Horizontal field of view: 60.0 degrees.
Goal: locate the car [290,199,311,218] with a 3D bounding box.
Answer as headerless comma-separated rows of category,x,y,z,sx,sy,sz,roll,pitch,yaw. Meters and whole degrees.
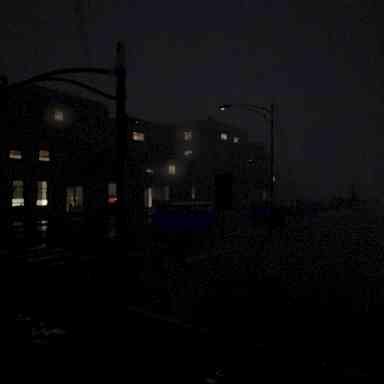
car,9.313,1.653,31.256,1.887,1.381,4.507,0,0,35

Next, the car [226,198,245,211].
car,5.624,1.502,40.601,1.967,1.590,4.097,0,0,35

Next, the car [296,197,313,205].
car,21.450,1.701,63.222,1.887,1.381,4.507,0,0,35

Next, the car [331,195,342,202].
car,37.276,1.708,85.844,1.967,1.590,4.097,0,0,35

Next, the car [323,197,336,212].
car,15.742,1.668,40.445,1.752,1.417,4.829,0,0,35

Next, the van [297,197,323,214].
van,12.480,1.466,35.781,1.690,1.788,3.998,0,0,35

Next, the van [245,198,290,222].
van,6.149,1.433,26.733,1.690,1.788,3.998,0,0,35

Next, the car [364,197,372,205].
car,34.637,1.807,67.452,1.887,1.381,4.507,0,0,35

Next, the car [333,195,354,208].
car,21.977,1.494,49.355,2.192,1.841,5.009,0,0,35

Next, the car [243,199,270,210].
car,8.788,1.624,45.125,1.887,1.381,4.507,0,0,35

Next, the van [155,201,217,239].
van,-0.181,1.404,17.684,1.690,1.788,3.998,0,0,35

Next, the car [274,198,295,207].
car,15.119,1.661,54.173,1.887,1.381,4.507,0,0,35

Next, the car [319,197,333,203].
car,30.945,1.787,76.795,1.947,1.339,4.313,0,0,35

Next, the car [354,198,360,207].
car,25.142,1.514,53.880,2.192,1.841,5.009,0,0,35

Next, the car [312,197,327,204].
car,27.683,1.724,72.131,1.752,1.417,4.829,0,0,35

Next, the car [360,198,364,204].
car,28.404,1.745,58.543,1.752,1.417,4.829,0,0,35

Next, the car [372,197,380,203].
car,44.133,1.897,81.026,1.947,1.339,4.313,0,0,35

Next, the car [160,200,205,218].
car,-0.805,1.553,31.412,1.752,1.417,4.829,0,0,35

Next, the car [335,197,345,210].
car,18.809,1.727,44.830,1.947,1.339,4.313,0,0,35
